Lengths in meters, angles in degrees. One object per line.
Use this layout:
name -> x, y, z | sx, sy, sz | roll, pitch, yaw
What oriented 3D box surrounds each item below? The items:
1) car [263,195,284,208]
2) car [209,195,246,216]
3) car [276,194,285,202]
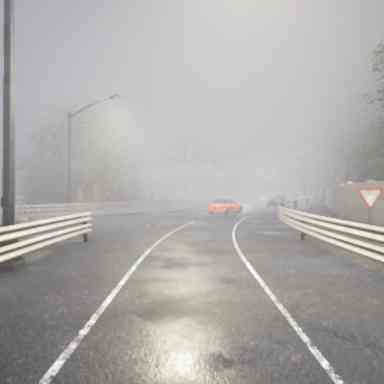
car -> 13.283, 1.710, 53.956 | 1.837, 1.490, 4.892 | 0, 0, 22
car -> 3.660, 1.479, 35.016 | 2.097, 1.767, 4.553 | 0, 0, 32
car -> 17.908, 1.482, 67.992 | 2.150, 2.045, 5.566 | 0, 0, 13
